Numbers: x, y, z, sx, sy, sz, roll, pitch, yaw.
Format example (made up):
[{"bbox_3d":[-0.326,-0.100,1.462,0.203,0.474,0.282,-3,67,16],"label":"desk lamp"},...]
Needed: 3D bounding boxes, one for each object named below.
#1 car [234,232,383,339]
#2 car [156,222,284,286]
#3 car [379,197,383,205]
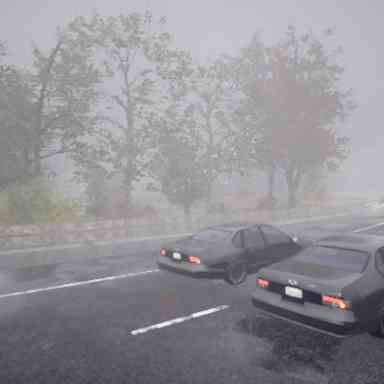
[{"bbox_3d":[3.481,1.562,6.636,5.357,1.411,2.033,0,0,-39],"label":"car"},{"bbox_3d":[1.577,1.579,9.592,5.357,1.411,2.033,0,0,-39],"label":"car"},{"bbox_3d":[35.882,1.597,60.906,2.128,1.511,4.902,0,0,14],"label":"car"}]
